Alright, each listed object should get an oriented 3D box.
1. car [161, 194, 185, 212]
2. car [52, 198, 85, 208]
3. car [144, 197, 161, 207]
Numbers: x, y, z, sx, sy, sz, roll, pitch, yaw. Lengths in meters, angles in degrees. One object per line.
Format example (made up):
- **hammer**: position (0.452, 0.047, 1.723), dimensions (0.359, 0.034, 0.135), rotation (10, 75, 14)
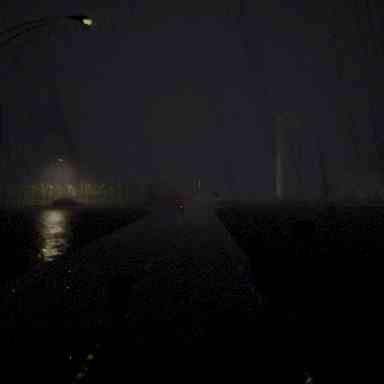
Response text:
- **car**: position (-1.963, 1.219, 39.491), dimensions (2.150, 2.045, 5.566), rotation (0, 0, 2)
- **car**: position (-18.493, 1.669, 49.899), dimensions (4.674, 1.442, 1.812), rotation (1, -1, -3)
- **car**: position (-4.820, 1.518, 50.483), dimensions (4.902, 1.511, 2.128), rotation (0, 0, -2)
